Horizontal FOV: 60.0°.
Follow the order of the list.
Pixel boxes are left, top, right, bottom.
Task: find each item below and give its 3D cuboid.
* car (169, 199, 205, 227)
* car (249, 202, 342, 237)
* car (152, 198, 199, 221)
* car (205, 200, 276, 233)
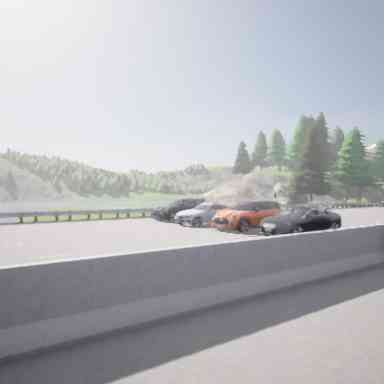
[{"bbox_3d":[1.098,1.440,21.907,4.674,1.442,1.812,0,0,-35],"label":"car"},{"bbox_3d":[5.439,1.450,16.415,4.902,1.511,2.128,0,0,-35],"label":"car"},{"bbox_3d":[-0.750,1.245,24.896,4.553,1.767,2.097,0,0,-35],"label":"car"},{"bbox_3d":[3.349,1.288,19.221,4.553,1.767,2.097,0,0,-35],"label":"car"}]
